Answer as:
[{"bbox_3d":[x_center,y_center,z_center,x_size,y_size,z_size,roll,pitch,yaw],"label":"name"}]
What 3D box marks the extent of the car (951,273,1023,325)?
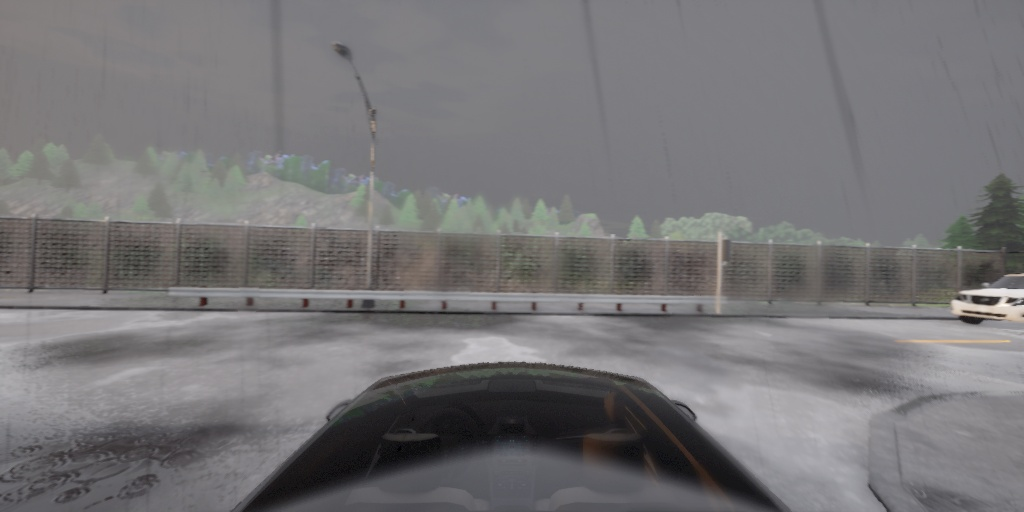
[{"bbox_3d":[19.520,1.639,13.068,5.566,2.045,2.150,2,-1,-6],"label":"car"}]
